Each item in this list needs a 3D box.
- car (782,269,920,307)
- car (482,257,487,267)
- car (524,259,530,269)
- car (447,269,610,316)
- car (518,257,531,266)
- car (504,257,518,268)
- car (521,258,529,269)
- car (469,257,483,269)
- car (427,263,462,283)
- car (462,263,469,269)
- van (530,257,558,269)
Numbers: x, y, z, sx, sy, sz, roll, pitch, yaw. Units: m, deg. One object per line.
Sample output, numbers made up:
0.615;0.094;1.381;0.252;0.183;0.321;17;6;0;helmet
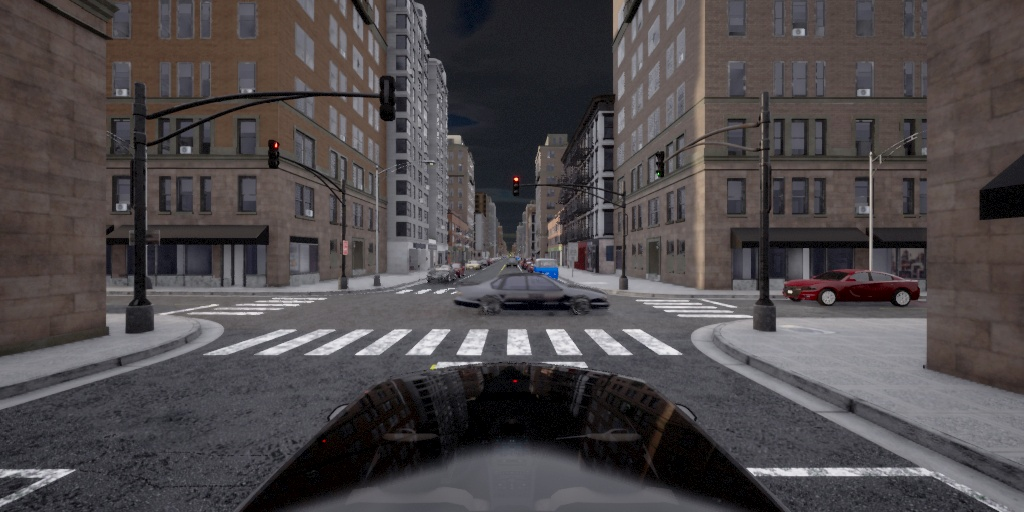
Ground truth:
14.789;1.326;15.820;5.008;1.535;1.882;0;0;1;car
-5.489;1.306;56.342;1.948;1.339;4.313;0;0;0;car
2.568;1.330;39.318;1.802;1.307;4.207;0;0;0;car
0.633;1.307;12.823;5.357;1.411;2.033;0;0;0;car
2.536;1.055;56.363;2.192;1.841;5.009;0;0;0;car
-0.013;1.337;61.567;1.895;1.301;4.718;0;0;0;car
2.547;1.326;50.681;1.802;1.307;4.207;0;0;0;car
-5.478;1.269;50.490;1.751;1.417;4.829;0;0;0;car
-5.437;1.299;27.932;2.007;1.370;4.403;0;0;0;car
-5.447;1.293;33.614;1.888;1.381;4.507;0;0;0;car
2.589;1.089;27.956;1.690;1.789;3.998;0;0;0;van
